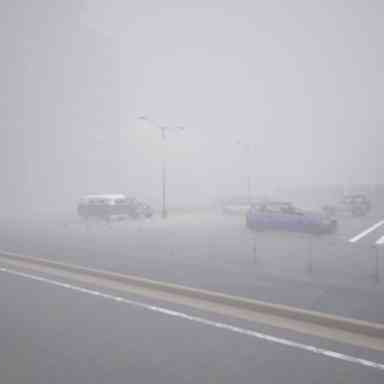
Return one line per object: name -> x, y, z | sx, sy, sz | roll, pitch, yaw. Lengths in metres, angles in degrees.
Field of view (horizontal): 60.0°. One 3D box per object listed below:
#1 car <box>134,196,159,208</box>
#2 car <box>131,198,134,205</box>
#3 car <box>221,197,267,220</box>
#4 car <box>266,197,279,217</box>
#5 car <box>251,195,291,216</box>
car -> -8.975, 1.730, 68.311 | 2.097, 1.767, 4.553 | -1, 0, 35
car -> -13.507, 1.863, 88.189 | 1.851, 1.617, 3.988 | -1, 0, 36
car -> 4.771, 1.530, 31.818 | 3.806, 1.475, 1.970 | -1, 0, 36
car -> 6.459, 1.498, 34.170 | 3.905, 1.438, 1.784 | -1, 0, 36
car -> 7.982, 1.288, 36.380 | 4.605, 1.855, 1.932 | -1, 0, 36
